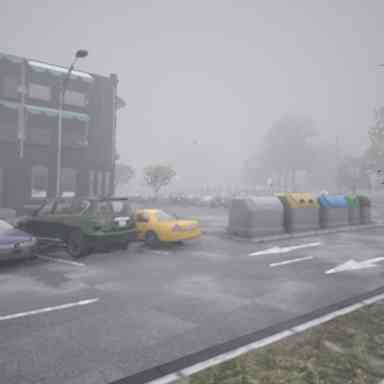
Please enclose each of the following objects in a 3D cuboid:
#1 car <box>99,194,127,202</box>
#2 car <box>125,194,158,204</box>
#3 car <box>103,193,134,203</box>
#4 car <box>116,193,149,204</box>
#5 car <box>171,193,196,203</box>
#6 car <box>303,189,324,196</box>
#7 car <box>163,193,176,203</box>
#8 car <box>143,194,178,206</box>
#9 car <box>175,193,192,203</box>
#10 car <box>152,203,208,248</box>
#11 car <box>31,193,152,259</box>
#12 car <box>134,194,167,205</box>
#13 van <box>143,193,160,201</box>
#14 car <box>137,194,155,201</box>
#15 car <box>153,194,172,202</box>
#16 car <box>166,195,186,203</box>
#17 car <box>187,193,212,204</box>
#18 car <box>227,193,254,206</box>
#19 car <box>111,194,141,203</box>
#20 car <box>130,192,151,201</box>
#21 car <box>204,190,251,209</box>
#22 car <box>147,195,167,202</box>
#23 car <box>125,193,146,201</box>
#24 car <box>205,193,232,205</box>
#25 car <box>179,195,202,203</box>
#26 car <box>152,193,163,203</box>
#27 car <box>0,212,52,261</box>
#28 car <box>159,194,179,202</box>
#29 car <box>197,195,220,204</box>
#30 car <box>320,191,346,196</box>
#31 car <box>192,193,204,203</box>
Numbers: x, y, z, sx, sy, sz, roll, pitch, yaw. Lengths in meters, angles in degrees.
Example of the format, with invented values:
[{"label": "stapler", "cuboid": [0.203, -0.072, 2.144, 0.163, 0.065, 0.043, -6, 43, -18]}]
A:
[{"label": "car", "cuboid": [-14.450, 1.098, 61.203, 2.163, 1.488, 4.792, 0, -1, 35]}, {"label": "car", "cuboid": [-7.710, 1.066, 51.444, 2.097, 1.535, 5.008, 0, -1, 36]}, {"label": "car", "cuboid": [-12.873, 1.062, 58.589, 1.946, 1.575, 5.366, 1, 0, 35]}, {"label": "car", "cuboid": [-9.503, 1.061, 53.725, 1.946, 1.575, 5.366, 1, 0, 35]}, {"label": "car", "cuboid": [-1.812, 1.280, 72.729, 2.435, 2.045, 5.566, 1, -2, 35]}, {"label": "car", "cuboid": [20.014, 0.315, 53.258, 1.812, 1.442, 4.674, 2, 3, -34]}, {"label": "car", "cuboid": [-0.994, 0.939, 41.698, 2.185, 1.767, 4.553, 0, -1, 35]}, {"label": "car", "cuboid": [-4.345, 1.067, 46.579, 2.231, 1.521, 4.892, 0, -1, 35]}, {"label": "car", "cuboid": [0.706, 1.065, 39.286, 2.231, 1.521, 4.892, 0, -1, 35]}, {"label": "car", "cuboid": [-2.192, 1.421, 14.550, 5.366, 1.575, 1.946, -1, 0, 35]}, {"label": "car", "cuboid": [-4.535, 1.194, 12.711, 5.566, 2.045, 2.435, -1, 0, 35]}, {"label": "car", "cuboid": [-6.044, 1.095, 48.990, 2.163, 1.488, 4.792, 1, 0, 35]}, {"label": "van", "cuboid": [-10.373, 1.309, 85.220, 1.878, 1.987, 4.442, 1, -2, 35]}, {"label": "car", "cuboid": [-12.137, 1.406, 87.627, 2.185, 1.767, 4.553, 1, -1, 35]}, {"label": "car", "cuboid": [-7.028, 1.404, 80.131, 2.185, 1.767, 4.553, 1, -2, 35]}, {"label": "car", "cuboid": [-3.578, 1.559, 75.157, 2.163, 1.488, 4.792, 1, -1, 35]}, {"label": "car", "cuboid": [1.593, 1.277, 67.713, 2.435, 2.045, 5.566, 1, -1, 35]}, {"label": "car", "cuboid": [8.490, 1.276, 57.776, 2.435, 2.045, 5.566, 1, -1, 35]}, {"label": "car", "cuboid": [-11.091, 1.067, 56.316, 2.097, 1.535, 5.008, 1, 0, 35]}, {"label": "car", "cuboid": [-13.885, 1.277, 90.063, 2.435, 2.045, 5.566, 1, -1, 35]}, {"label": "car", "cuboid": [4.075, 0.812, 34.402, 2.435, 2.045, 5.566, 1, 0, 35]}, {"label": "car", "cuboid": [-8.716, 1.532, 82.637, 2.231, 1.521, 4.892, 1, -1, 35]}, {"label": "car", "cuboid": [-15.595, 1.279, 92.602, 2.435, 2.045, 5.566, 1, -2, 35]}, {"label": "car", "cuboid": [5.078, 1.279, 62.794, 2.435, 2.045, 5.566, 1, -2, 35]}, {"label": "car", "cuboid": [-0.219, 1.520, 70.061, 1.946, 1.575, 5.366, 1, -1, 35]}, {"label": "car", "cuboid": [-2.561, 1.064, 44.308, 1.946, 1.575, 5.366, 0, -1, 35]}, {"label": "car", "cuboid": [-6.969, 1.502, 10.957, 4.674, 1.452, 2.002, -1, -1, 35]}, {"label": "car", "cuboid": [-5.295, 1.404, 77.646, 2.185, 1.767, 4.553, 1, -2, 35]}, {"label": "car", "cuboid": [3.313, 1.529, 65.246, 2.231, 1.521, 4.892, 1, -2, 35]}, {"label": "car", "cuboid": [18.842, 1.275, 42.926, 2.435, 2.045, 5.566, 1, -2, 35]}, {"label": "car", "cuboid": [2.395, 1.104, 36.858, 2.002, 1.452, 4.674, 1, 0, 35]}]
